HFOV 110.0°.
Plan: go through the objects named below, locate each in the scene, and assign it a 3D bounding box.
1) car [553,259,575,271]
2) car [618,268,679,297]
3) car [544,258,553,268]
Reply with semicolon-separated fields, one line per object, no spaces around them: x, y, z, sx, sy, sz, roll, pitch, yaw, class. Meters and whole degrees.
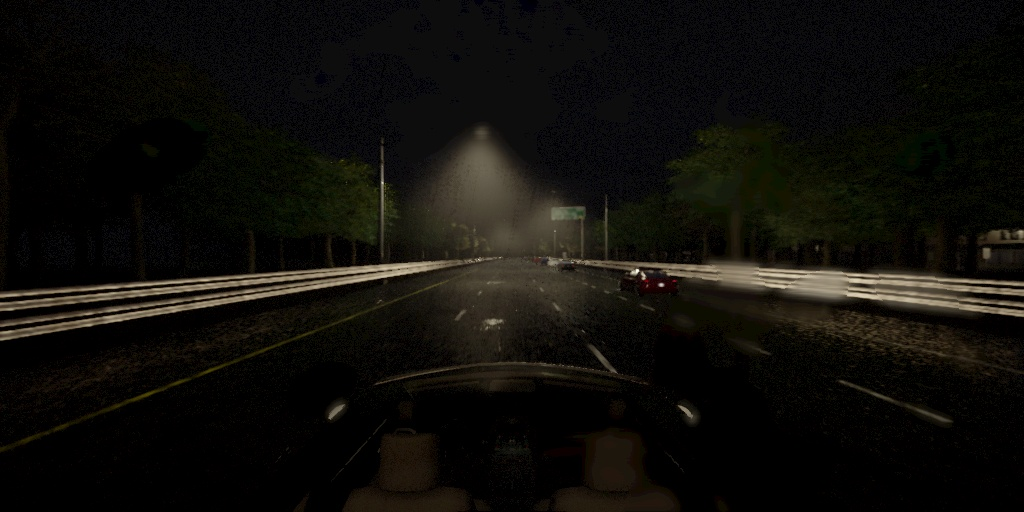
7.101;1.301;47.743;2.033;1.411;5.357;0;0;0;car
7.010;1.321;18.829;1.994;1.385;4.181;0;0;0;car
7.183;1.269;62.749;1.812;1.442;4.674;0;0;0;car
